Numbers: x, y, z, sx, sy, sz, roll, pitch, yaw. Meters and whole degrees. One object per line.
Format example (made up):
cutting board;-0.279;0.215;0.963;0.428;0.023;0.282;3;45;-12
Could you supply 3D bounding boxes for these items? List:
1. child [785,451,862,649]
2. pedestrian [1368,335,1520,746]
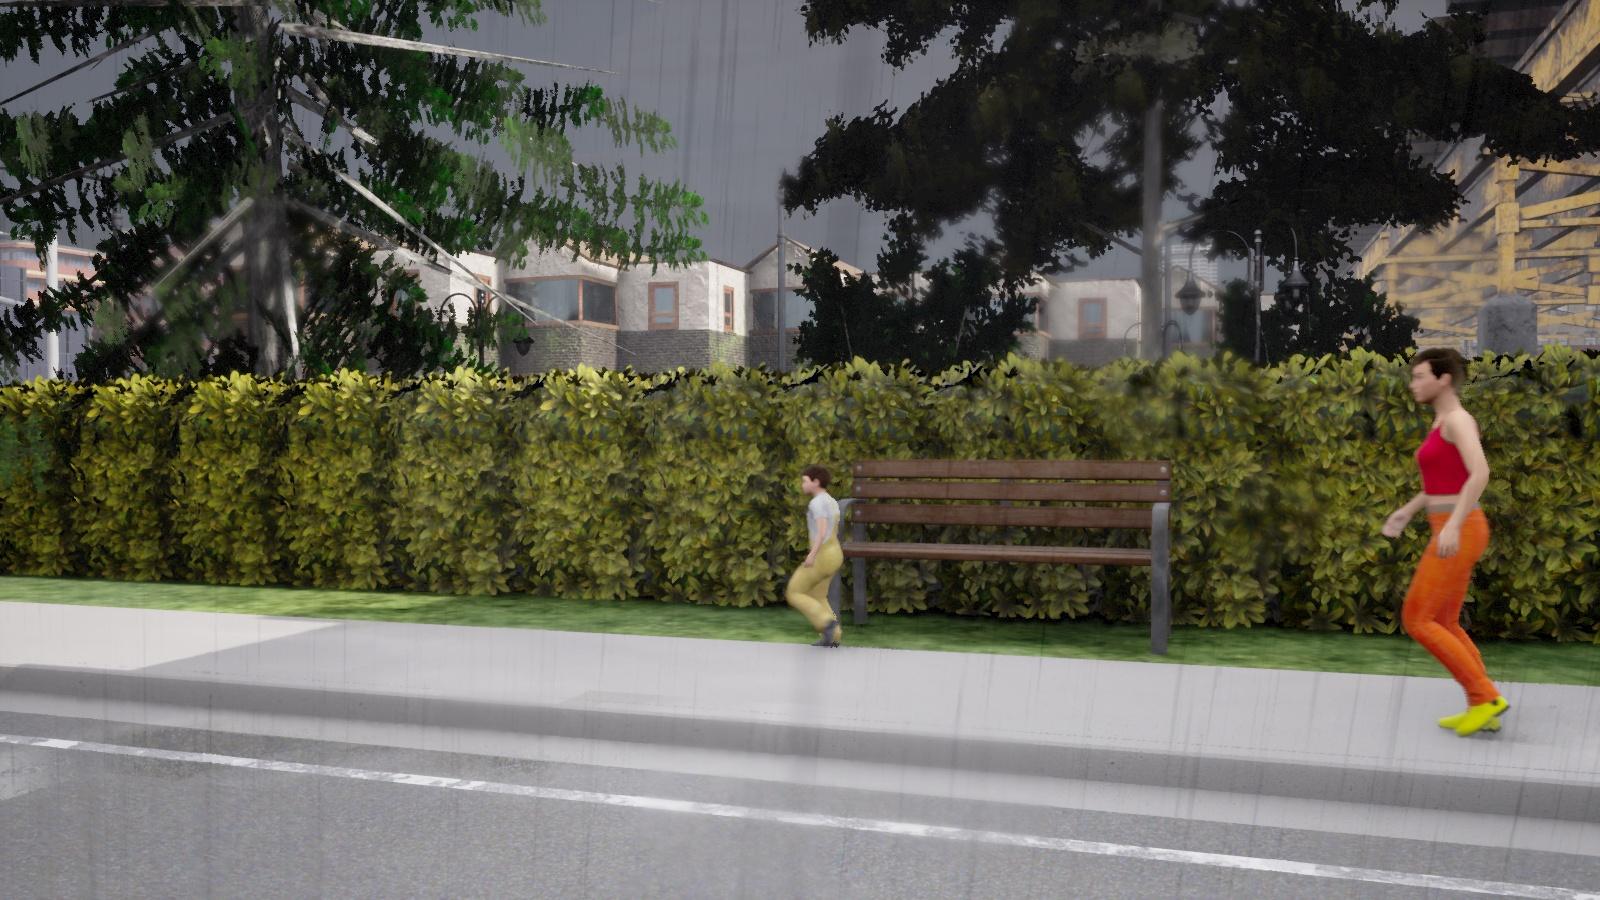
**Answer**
child;0.157;0.640;8.223;0.437;1.263;0.270;1;1;18
pedestrian;2.997;0.401;5.880;0.594;1.836;0.345;1;1;23
